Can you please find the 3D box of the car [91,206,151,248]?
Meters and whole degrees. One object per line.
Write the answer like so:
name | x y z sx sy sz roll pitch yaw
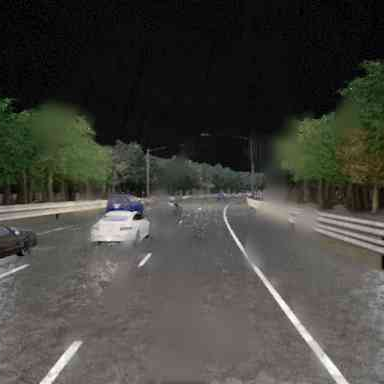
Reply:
car | -3.051 1.551 14.856 1.812 1.442 4.674 0 0 2

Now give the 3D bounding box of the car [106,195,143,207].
car | -5.752 1.287 28.971 2.150 2.045 5.566 0 0 4

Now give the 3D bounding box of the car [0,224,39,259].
car | -6.730 1.559 9.995 2.033 1.411 5.357 0 0 2

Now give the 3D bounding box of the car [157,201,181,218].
car | -2.095 1.603 30.793 1.812 1.442 4.674 0 0 5
